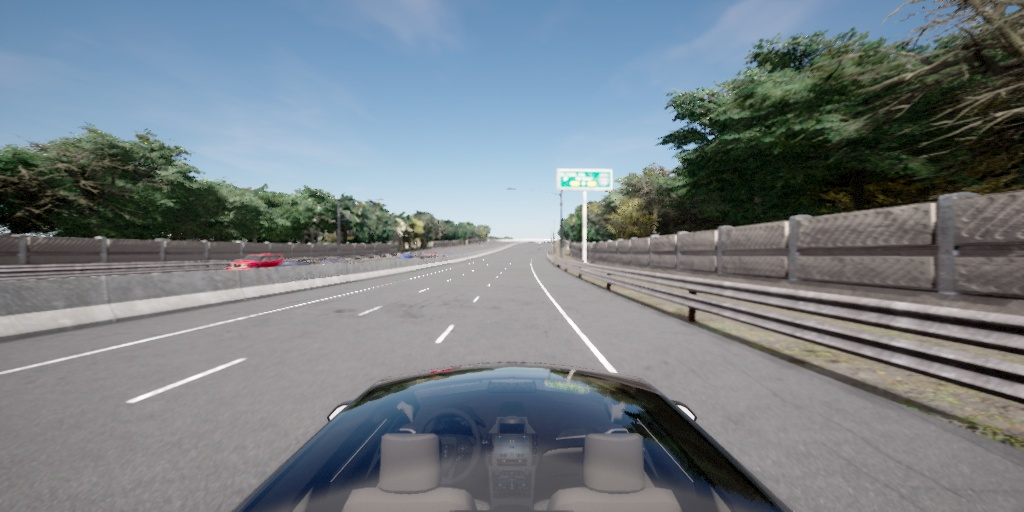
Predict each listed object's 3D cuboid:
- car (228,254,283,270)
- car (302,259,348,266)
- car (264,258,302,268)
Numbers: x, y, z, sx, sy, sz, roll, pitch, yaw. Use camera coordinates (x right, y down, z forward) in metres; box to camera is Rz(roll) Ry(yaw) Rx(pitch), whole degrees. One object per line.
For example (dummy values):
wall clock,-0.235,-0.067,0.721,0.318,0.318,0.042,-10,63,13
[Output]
car,-24.131,0.810,34.259,2.150,2.045,5.566,0,1,2
car,-17.133,1.086,34.002,2.128,1.511,4.902,0,1,2
car,-20.640,1.161,33.735,1.994,1.385,4.181,0,1,2
